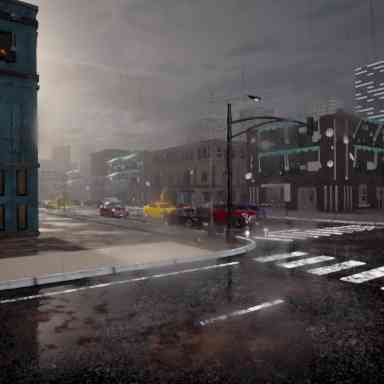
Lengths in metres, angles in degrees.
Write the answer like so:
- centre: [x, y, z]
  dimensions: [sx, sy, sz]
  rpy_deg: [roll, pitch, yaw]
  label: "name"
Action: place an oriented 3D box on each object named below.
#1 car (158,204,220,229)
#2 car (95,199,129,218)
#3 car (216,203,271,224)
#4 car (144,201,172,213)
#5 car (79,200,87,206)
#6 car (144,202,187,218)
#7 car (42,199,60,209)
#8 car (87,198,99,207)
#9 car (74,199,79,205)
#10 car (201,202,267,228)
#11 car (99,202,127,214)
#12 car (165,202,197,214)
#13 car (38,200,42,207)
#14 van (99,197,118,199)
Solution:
- centre: [-0.333, 1.814, 23.809]
  dimensions: [1.947, 1.339, 4.313]
  rpy_deg: [-1, 0, -35]
  label: "car"
- centre: [-8.258, 1.846, 35.203]
  dimensions: [1.967, 1.590, 4.097]
  rpy_deg: [-1, 0, -35]
  label: "car"
- centre: [4.159, 1.721, 27.707]
  dimensions: [1.812, 1.442, 4.674]
  rpy_deg: [-1, 0, -35]
  label: "car"
- centre: [-4.615, 1.966, 44.565]
  dimensions: [1.802, 1.307, 4.206]
  rpy_deg: [-2, 0, -35]
  label: "car"
- centre: [-20.613, 2.228, 67.150]
  dimensions: [1.887, 1.381, 4.507]
  rpy_deg: [-1, 0, -35]
  label: "car"
- centre: [-2.912, 1.794, 32.157]
  dimensions: [1.882, 1.535, 5.008]
  rpy_deg: [-1, 0, -35]
  label: "car"
- centre: [-24.153, 2.233, 57.649]
  dimensions: [1.752, 1.417, 4.829]
  rpy_deg: [-1, 0, -35]
  label: "car"
- centre: [-17.419, 1.940, 62.633]
  dimensions: [2.192, 1.841, 5.009]
  rpy_deg: [-1, 0, -35]
  label: "car"
- centre: [-27.011, 2.364, 76.184]
  dimensions: [1.947, 1.339, 4.313]
  rpy_deg: [-1, 0, -35]
  label: "car"
- centre: [3.010, 1.551, 23.850]
  dimensions: [2.097, 1.767, 4.553]
  rpy_deg: [-1, 0, -36]
  label: "car"
- centre: [-10.146, 1.984, 42.396]
  dimensions: [1.812, 1.442, 4.674]
  rpy_deg: [-1, 0, -35]
  label: "car"
- centre: [-1.417, 1.904, 40.049]
  dimensions: [1.802, 1.307, 4.206]
  rpy_deg: [-2, 0, -35]
  label: "car"
- centre: [-30.650, 2.376, 66.822]
  dimensions: [2.008, 1.369, 4.403]
  rpy_deg: [-1, 0, -35]
  label: "car"
- centre: [-14.219, 1.907, 58.116]
  dimensions: [1.690, 1.788, 3.998]
  rpy_deg: [-1, 0, -35]
  label: "van"
